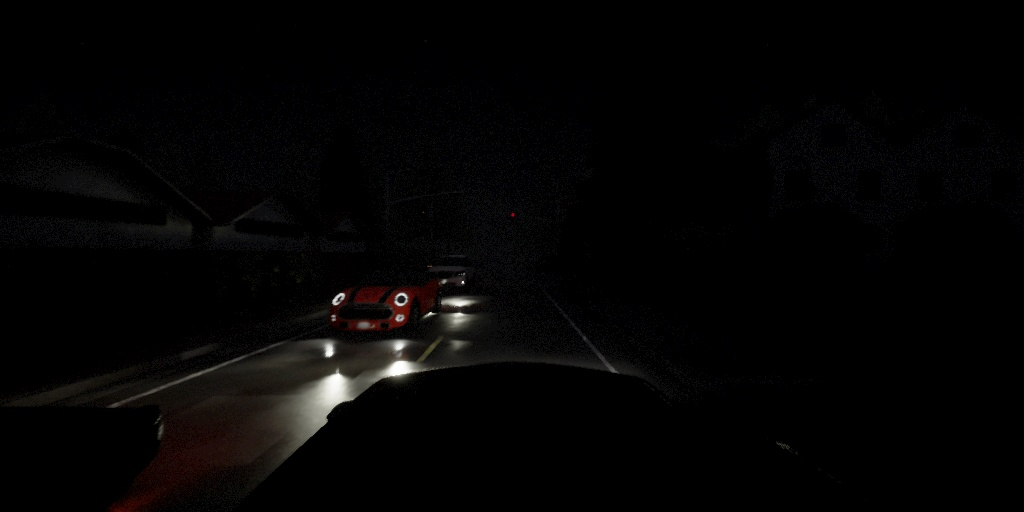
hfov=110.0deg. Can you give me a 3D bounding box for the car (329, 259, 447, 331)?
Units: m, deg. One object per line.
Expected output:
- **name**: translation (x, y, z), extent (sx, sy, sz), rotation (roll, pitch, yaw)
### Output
- **car**: translation (-3.551, 1.079, 10.874), extent (2.097, 1.767, 4.553), rotation (0, 0, 0)

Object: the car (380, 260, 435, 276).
- **car**: translation (-10.327, 1.170, 35.764), extent (4.892, 1.490, 1.837), rotation (1, -3, 1)

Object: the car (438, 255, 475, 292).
- **car**: translation (-3.429, 0.929, 21.082), extent (2.150, 2.045, 5.566), rotation (0, 0, 0)

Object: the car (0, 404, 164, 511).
- **car**: translation (-3.613, 1.338, 0.475), extent (1.895, 1.301, 4.718), rotation (0, 0, 0)
